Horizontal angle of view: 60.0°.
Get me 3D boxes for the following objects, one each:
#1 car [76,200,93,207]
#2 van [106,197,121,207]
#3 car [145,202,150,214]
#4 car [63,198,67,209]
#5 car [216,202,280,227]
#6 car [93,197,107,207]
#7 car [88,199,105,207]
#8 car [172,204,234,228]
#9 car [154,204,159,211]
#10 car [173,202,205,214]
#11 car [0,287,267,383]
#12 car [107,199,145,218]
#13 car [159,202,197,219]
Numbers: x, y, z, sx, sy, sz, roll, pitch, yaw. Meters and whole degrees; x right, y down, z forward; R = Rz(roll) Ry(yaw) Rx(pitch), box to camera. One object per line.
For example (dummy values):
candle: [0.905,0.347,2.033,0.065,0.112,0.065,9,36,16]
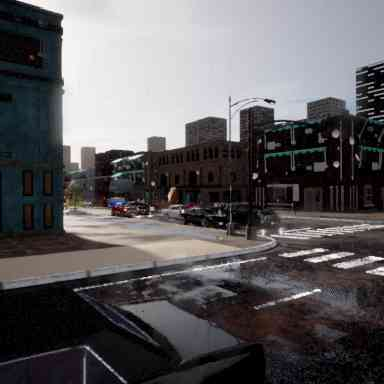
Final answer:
car: [-21.604,2.307,66.261,1.895,1.301,4.718,-1,0,-35]
van: [-13.195,1.907,58.861,1.690,1.788,3.998,-1,0,-35]
car: [-6.814,1.918,39.890,1.837,1.490,4.892,-1,0,-35]
car: [-23.129,2.233,58.388,1.752,1.417,4.829,-1,0,-35]
car: [4.189,1.547,24.246,2.097,1.767,4.553,-1,0,-34]
car: [-16.398,1.940,63.376,2.192,1.841,5.009,-1,0,-35]
car: [-19.594,2.228,67.891,1.887,1.381,4.507,-1,0,-35]
car: [0.713,1.814,24.563,1.947,1.339,4.313,-1,0,-35]
car: [-3.583,1.966,45.316,1.802,1.307,4.206,-2,0,-35]
car: [-0.381,1.903,40.802,1.802,1.307,4.206,-2,0,-35]
car: [-1.720,1.601,2.458,4.718,1.301,1.895,0,0,-35]
car: [-7.219,1.846,35.952,1.967,1.590,4.097,-1,0,-35]
car: [-0.906,1.898,31.549,1.895,1.301,4.718,-1,0,-35]
